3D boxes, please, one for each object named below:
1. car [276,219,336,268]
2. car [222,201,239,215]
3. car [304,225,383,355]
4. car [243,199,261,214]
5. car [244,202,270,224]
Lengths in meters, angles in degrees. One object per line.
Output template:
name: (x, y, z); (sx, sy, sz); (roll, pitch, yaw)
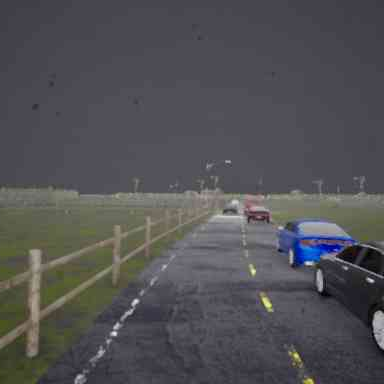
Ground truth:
car: (4.276, 1.706, 12.071); (1.882, 1.535, 5.008); (1, -1, 6)
car: (4.788, 2.155, 41.754); (1.895, 1.301, 4.718); (1, -1, 8)
car: (3.756, 1.659, 6.184); (1.837, 1.490, 4.892); (1, -1, 4)
car: (7.394, 1.824, 40.587); (2.150, 2.045, 5.566); (1, 0, 8)
car: (5.854, 1.930, 29.770); (1.882, 1.535, 5.008); (1, -1, 9)
